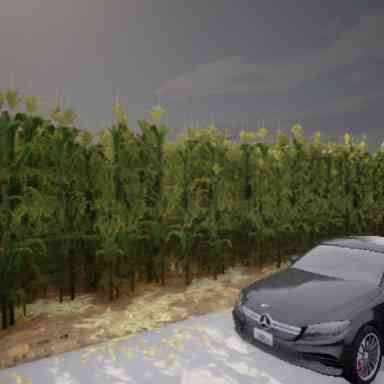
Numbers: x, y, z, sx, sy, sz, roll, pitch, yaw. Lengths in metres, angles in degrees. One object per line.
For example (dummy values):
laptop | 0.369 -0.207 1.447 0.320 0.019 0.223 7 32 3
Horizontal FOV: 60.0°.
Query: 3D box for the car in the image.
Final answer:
car | 2.770 1.509 5.460 4.674 1.442 1.812 0 0 -36
